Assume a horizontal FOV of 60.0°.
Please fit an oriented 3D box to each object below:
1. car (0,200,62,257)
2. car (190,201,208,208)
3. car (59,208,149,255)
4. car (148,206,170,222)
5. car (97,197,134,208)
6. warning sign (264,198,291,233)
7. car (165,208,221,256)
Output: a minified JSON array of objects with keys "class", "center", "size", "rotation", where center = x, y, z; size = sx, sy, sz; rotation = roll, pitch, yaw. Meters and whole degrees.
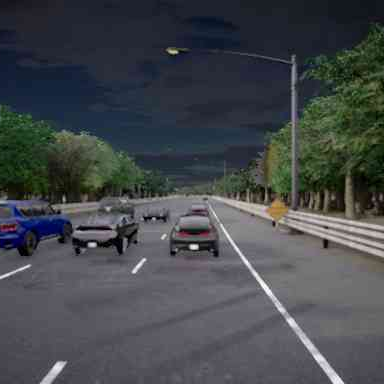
[{"class":"car","center":[-6.884,1.347,13.675],"size":[2.150,2.045,5.566],"rotation":[0,0,1]},{"class":"car","center":[0.554,1.776,28.695],"size":[1.837,1.490,4.892],"rotation":[0,0,2]},{"class":"car","center":[-3.375,1.625,13.873],"size":[2.128,1.511,4.902],"rotation":[0,0,1]},{"class":"car","center":[-2.953,1.868,28.608],"size":[1.895,1.301,4.718],"rotation":[0,0,2]},{"class":"car","center":[-6.456,1.483,28.625],"size":[2.150,2.045,5.566],"rotation":[0,0,2]},{"class":"warning sign","center":[4.790,1.296,18.714],"size":[1.300,1.860,1.060],"rotation":[0,0,2]},{"class":"car","center":[0.124,1.640,13.798],"size":[1.837,1.490,4.892],"rotation":[0,0,1]}]
